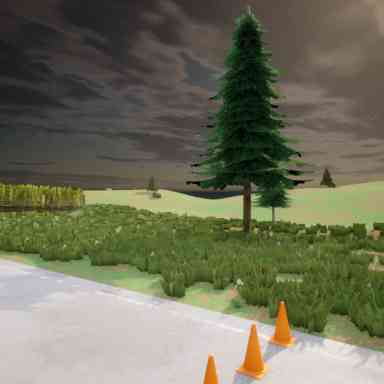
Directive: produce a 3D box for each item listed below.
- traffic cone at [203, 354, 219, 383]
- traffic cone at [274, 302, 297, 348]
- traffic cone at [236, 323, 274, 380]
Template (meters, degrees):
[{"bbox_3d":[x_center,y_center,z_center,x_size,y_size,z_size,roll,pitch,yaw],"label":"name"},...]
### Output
[{"bbox_3d":[0.195,1.955,3.394,0.340,0.580,0.340,0,0,36],"label":"traffic cone"},{"bbox_3d":[1.364,1.955,5.017,0.340,0.580,0.340,0,0,36],"label":"traffic cone"},{"bbox_3d":[0.780,1.955,4.205,0.340,0.580,0.340,0,0,36],"label":"traffic cone"}]
